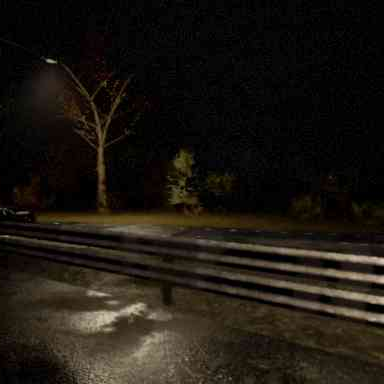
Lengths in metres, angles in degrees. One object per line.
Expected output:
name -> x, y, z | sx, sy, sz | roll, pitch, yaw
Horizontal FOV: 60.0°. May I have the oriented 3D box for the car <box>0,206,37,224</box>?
car -> -11.914, 1.657, 20.477 | 4.892, 1.490, 1.837 | 0, 0, 18
